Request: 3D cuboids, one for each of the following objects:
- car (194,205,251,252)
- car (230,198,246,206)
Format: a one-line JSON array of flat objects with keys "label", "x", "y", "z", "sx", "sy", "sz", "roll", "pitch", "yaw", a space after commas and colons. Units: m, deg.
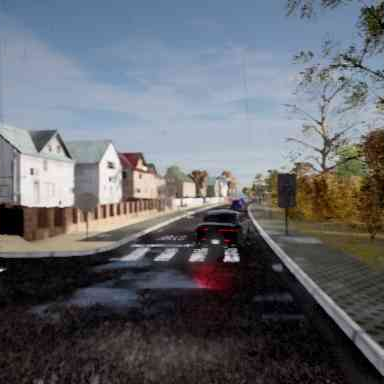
[{"label": "car", "x": 1.384, "y": 1.550, "z": 14.308, "sx": 1.837, "sy": 1.490, "sz": 4.892, "roll": 1, "pitch": 0, "yaw": 13}, {"label": "car", "x": 6.724, "y": 1.823, "z": 50.161, "sx": 1.812, "sy": 1.442, "sz": 4.674, "roll": -1, "pitch": -1, "yaw": 10}]
